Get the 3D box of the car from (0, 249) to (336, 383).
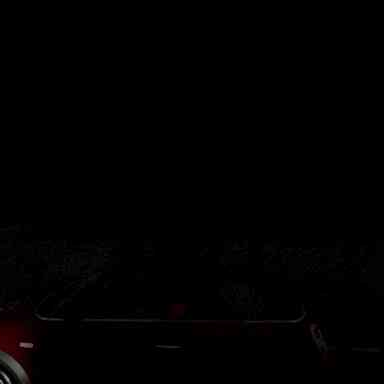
[{"bbox_3d":[-0.631,1.448,3.901,4.097,1.590,1.967,0,0,6],"label":"car"}]
